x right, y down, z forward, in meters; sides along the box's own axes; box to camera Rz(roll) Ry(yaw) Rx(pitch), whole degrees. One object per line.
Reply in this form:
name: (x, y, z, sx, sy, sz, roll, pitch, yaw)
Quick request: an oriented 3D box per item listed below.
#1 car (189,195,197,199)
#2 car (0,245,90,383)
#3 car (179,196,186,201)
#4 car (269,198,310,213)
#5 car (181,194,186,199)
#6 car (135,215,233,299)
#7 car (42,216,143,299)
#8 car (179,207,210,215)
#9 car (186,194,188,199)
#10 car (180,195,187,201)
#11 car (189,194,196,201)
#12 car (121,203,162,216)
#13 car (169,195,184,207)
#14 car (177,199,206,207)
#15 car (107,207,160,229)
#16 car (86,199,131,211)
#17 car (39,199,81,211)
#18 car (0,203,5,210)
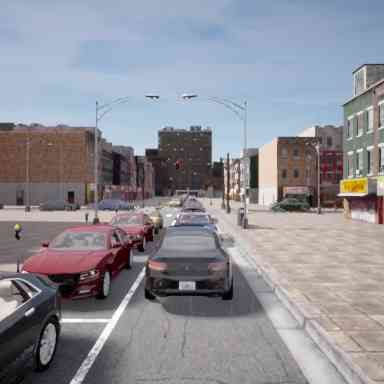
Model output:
car: (0.141, 1.778, 81.695, 1.895, 1.301, 4.718, 0, 0, 0)
car: (-2.629, 1.552, 2.960, 2.008, 1.369, 4.403, 0, 0, 0)
car: (-2.481, 1.757, 89.508, 1.887, 1.381, 4.507, 0, 0, 0)
car: (11.544, 1.547, 39.619, 4.553, 1.767, 2.097, 1, 0, 1)
car: (-2.536, 1.411, 56.843, 2.192, 1.841, 5.009, 0, 0, 0)
car: (-0.041, 1.529, 8.318, 1.812, 1.442, 4.674, 0, 0, 1)
car: (-2.619, 1.548, 8.454, 1.887, 1.381, 4.507, 0, 0, 0)
car: (0.121, 1.611, 15.684, 1.895, 1.301, 4.718, 0, 0, 0)
car: (-2.500, 1.695, 78.449, 1.752, 1.417, 4.829, 0, 0, 0)
car: (-2.471, 1.672, 94.952, 1.967, 1.590, 4.097, 0, 0, 0)
car: (0.159, 1.576, 91.860, 2.097, 1.767, 4.553, 0, 0, 0)
car: (-2.601, 1.540, 19.272, 1.752, 1.417, 4.829, 0, 0, 0)
car: (-2.546, 1.606, 51.230, 1.752, 1.417, 4.829, 0, 0, 0)
car: (0.156, 1.530, 25.985, 1.837, 1.490, 4.892, 0, 0, 2)
car: (-2.610, 1.553, 13.949, 1.887, 1.381, 4.507, 0, 0, 0)
car: (-9.700, 1.542, 39.519, 5.357, 1.411, 2.033, 0, 0, 0)
car: (-14.474, 1.505, 36.553, 4.181, 1.385, 1.994, 0, 0, 0)
car: (-23.226, 1.383, 36.525, 4.892, 1.490, 1.837, 0, 0, 0)
